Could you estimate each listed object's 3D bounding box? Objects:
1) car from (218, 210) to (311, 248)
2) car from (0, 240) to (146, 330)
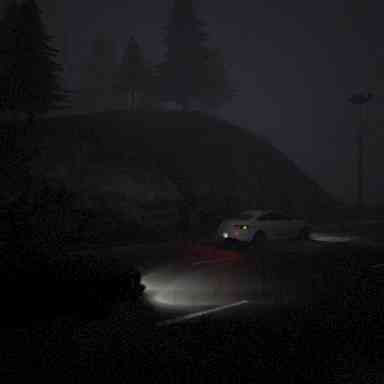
[{"bbox_3d":[3.234,1.501,14.649,4.674,1.442,1.812,0,0,-35],"label":"car"},{"bbox_3d":[-3.509,1.547,5.543,5.357,1.411,2.033,0,0,-35],"label":"car"}]
